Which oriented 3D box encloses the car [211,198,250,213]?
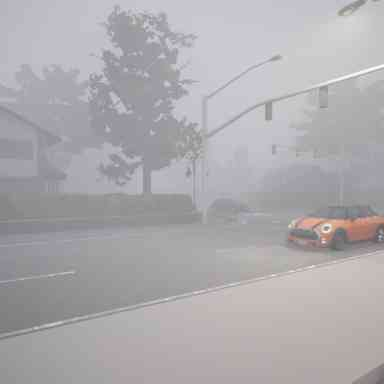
[{"bbox_3d":[4.081,1.416,35.739,1.837,1.490,4.892,0,0,-36],"label":"car"}]

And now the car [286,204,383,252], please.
[{"bbox_3d":[6.024,1.319,13.874,4.553,1.767,2.097,0,0,-34],"label":"car"}]

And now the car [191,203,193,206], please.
[{"bbox_3d":[-1.823,1.241,43.779,2.097,1.767,4.553,0,0,-36],"label":"car"}]

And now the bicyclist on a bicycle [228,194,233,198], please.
[{"bbox_3d":[5.860,1.176,51.028,1.656,1.620,0.582,0,0,-36],"label":"bicyclist on a bicycle"}]
